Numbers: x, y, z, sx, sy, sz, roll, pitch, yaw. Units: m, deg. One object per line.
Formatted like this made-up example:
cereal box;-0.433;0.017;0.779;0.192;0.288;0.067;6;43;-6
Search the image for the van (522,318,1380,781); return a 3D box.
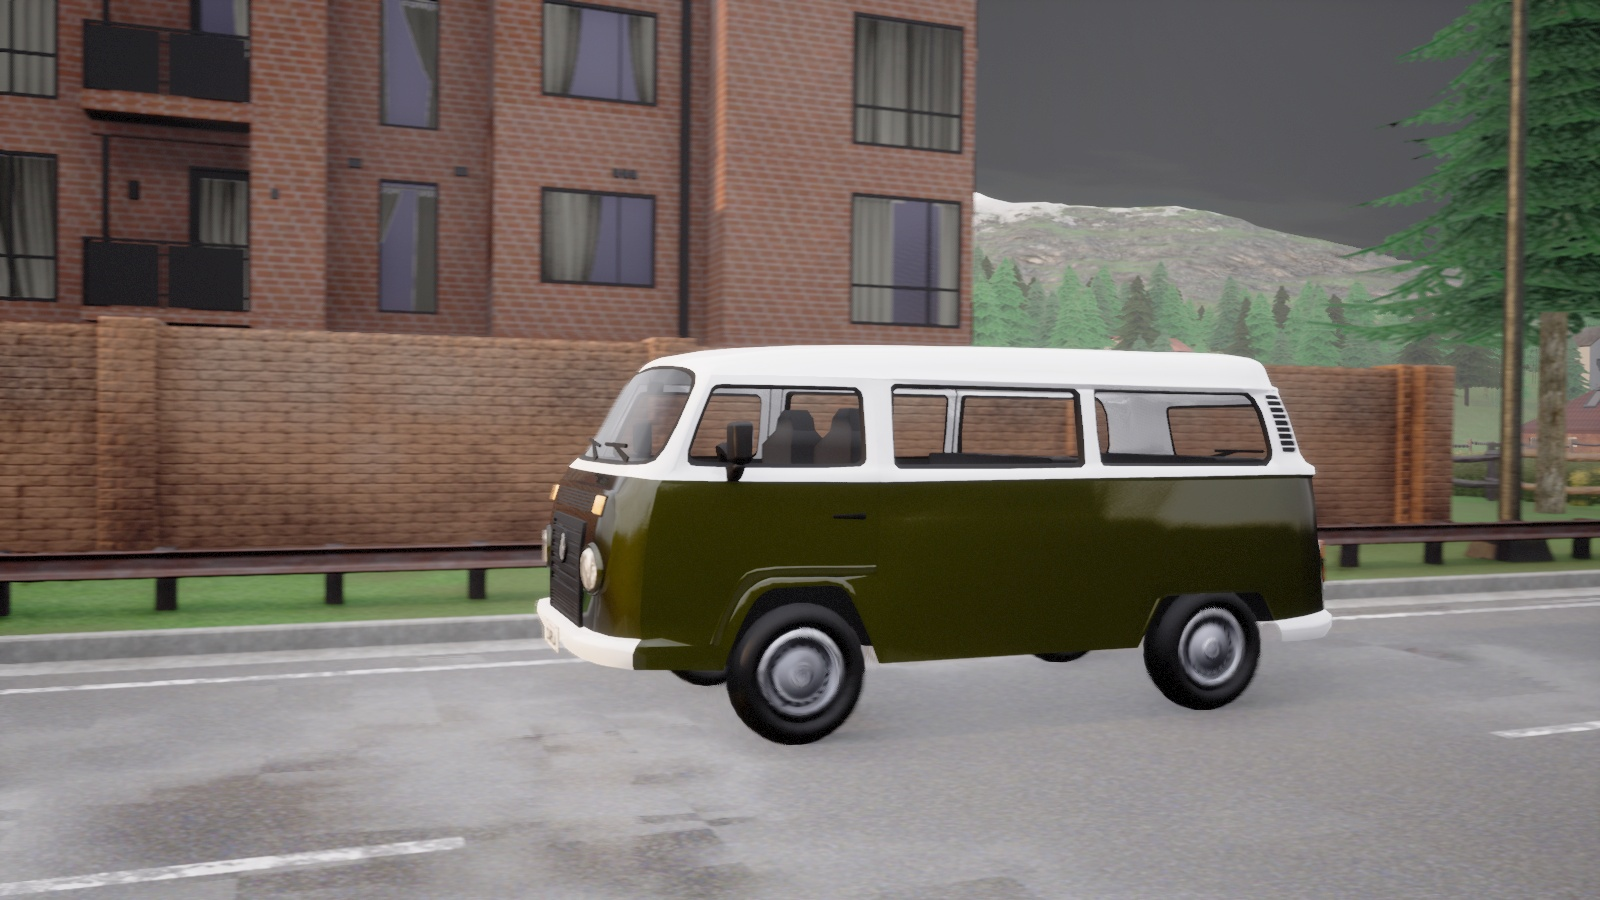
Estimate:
van;0.823;0.394;7.292;4.480;2.038;2.069;-1;1;-21
